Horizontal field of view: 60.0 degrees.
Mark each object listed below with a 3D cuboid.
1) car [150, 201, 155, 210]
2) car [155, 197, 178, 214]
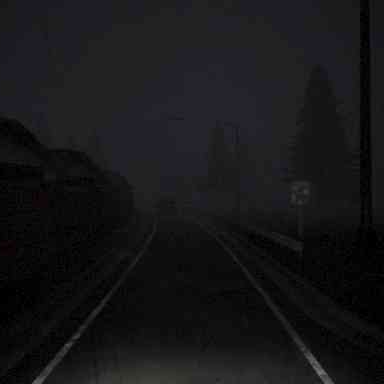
[{"bbox_3d":[-5.989,2.153,55.746,1.812,1.442,4.674,0,-1,-14],"label":"car"},{"bbox_3d":[-3.070,1.687,41.555,2.150,2.045,5.566,0,-1,-10],"label":"car"}]
